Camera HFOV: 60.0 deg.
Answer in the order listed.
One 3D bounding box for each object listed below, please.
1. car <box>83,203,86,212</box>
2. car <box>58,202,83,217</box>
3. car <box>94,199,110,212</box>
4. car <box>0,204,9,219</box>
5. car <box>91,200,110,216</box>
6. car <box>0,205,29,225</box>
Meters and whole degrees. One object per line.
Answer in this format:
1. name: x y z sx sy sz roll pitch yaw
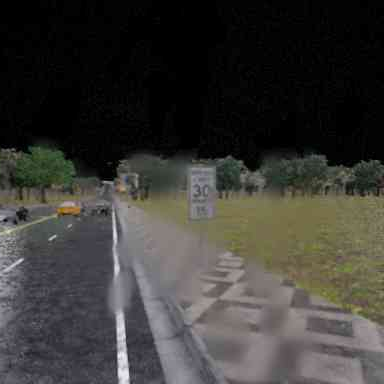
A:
1. car: -16.152 2.090 47.130 2.033 1.411 5.357 0 -1 -13
2. car: -13.712 1.906 37.153 1.882 1.535 5.008 0 -1 -13
3. car: -13.149 1.916 48.638 2.097 1.767 4.553 0 -1 -13
4. car: -19.234 1.886 31.918 1.812 1.442 4.674 0 -1 -15
5. car: -10.809 1.958 39.026 1.837 1.490 4.892 0 -1 -13
6. car: -14.838 1.802 27.285 2.128 1.511 4.902 0 -1 -13
